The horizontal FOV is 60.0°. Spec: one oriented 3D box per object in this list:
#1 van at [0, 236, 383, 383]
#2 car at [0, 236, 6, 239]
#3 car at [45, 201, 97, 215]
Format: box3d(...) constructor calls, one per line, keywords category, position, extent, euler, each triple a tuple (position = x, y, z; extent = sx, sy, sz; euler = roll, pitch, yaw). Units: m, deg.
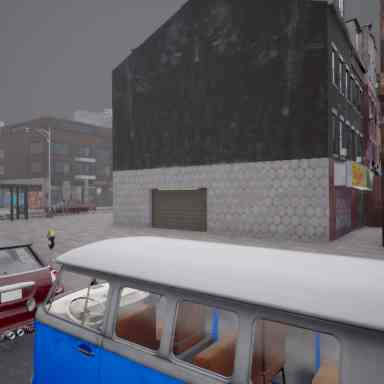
box3d(category="van", position=(0.402, 1.341, 2.527), extent=(3.998, 1.788, 1.690), euler=(0, 0, 35))
box3d(category="car", position=(-4.043, 1.442, 5.659), extent=(4.097, 1.590, 1.967), euler=(0, 0, 35))
box3d(category="car", position=(-11.660, 1.559, 32.362), extent=(1.895, 1.301, 4.718), euler=(-1, 0, 35))
